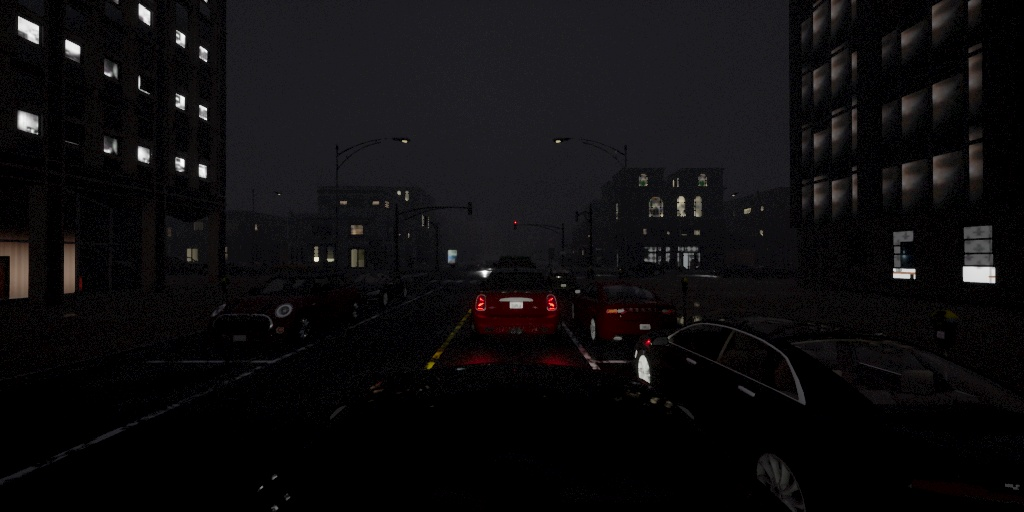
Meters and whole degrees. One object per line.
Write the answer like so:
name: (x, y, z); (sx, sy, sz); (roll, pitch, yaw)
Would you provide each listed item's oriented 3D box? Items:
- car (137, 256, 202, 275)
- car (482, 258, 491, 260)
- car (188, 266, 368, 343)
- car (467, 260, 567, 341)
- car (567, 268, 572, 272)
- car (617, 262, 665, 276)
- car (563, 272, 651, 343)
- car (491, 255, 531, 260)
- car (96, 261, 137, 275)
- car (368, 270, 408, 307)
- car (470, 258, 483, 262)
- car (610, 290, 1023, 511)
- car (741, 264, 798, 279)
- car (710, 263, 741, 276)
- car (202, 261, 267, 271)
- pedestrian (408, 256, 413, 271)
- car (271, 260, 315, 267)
car: (-30.971, 0.918, 33.324); (5.009, 1.841, 2.192); (0, 0, 1)
car: (-3.103, 1.357, 52.111); (1.895, 1.301, 4.718); (0, 0, -1)
car: (-5.695, 1.190, 9.483); (1.967, 1.591, 4.097); (0, 0, 0)
car: (0.094, 1.103, 10.016); (2.097, 1.767, 4.553); (0, 0, 0)
car: (2.679, 1.302, 20.855); (2.007, 1.370, 4.403); (0, 0, 0)
car: (13.763, 1.339, 38.448); (4.892, 1.490, 1.837); (0, 0, 1)
car: (2.686, 1.296, 9.471); (1.888, 1.381, 4.507); (0, 0, 0)
car: (0.109, 0.973, 20.169); (2.150, 2.045, 5.566); (0, 0, -1)
car: (-36.507, 1.131, 33.406); (4.403, 1.370, 2.007); (0, 0, 1)
car: (-5.698, 1.302, 15.176); (2.007, 1.370, 4.403); (0, 0, 0)
car: (-5.721, 1.338, 53.254); (1.802, 1.307, 4.207); (0, 0, 0)
car: (2.689, 1.301, 3.779); (2.007, 1.370, 4.403); (0, 0, 0)
car: (23.624, 1.433, 32.481); (4.207, 1.307, 1.802); (0, 0, 1)
car: (23.610, 1.446, 38.303); (4.181, 1.385, 1.994); (0, 0, 2)
car: (-25.434, 1.177, 33.242); (4.403, 1.370, 2.007); (0, 0, 1)
pedestrian: (-12.577, 0.885, 44.383); (0.375, 1.860, 0.375); (0, -1, 1)
car: (-25.478, 1.198, 41.624); (4.829, 1.417, 1.751); (0, 0, 1)
